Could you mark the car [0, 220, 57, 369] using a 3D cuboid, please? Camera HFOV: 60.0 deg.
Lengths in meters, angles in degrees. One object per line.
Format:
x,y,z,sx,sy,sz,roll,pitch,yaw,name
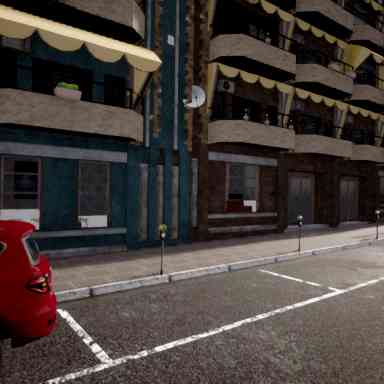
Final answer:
-4.125,1.314,3.593,5.009,1.841,2.192,0,1,-36,car
